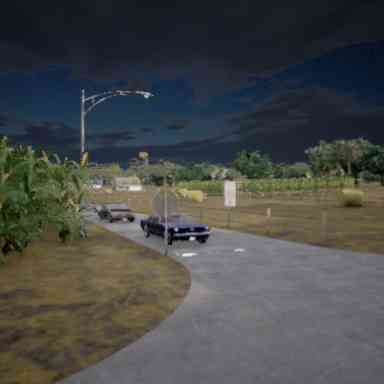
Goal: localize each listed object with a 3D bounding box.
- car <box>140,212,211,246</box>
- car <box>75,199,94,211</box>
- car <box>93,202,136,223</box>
[{"bbox_3d":[-0.915,1.645,15.929,1.895,1.301,4.718,0,0,-26],"label":"car"},{"bbox_3d":[-12.435,1.539,38.773,1.994,1.385,4.181,0,0,-27],"label":"car"},{"bbox_3d":[-5.970,1.576,25.974,2.033,1.411,5.357,0,0,-27],"label":"car"}]
